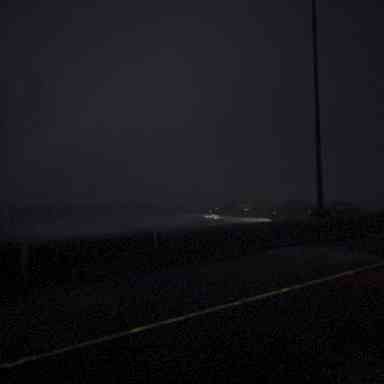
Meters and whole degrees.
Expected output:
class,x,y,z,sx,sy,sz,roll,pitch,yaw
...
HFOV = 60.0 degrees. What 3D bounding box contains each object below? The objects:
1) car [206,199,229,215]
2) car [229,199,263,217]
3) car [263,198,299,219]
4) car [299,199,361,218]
class,x,y,z,sx,sy,sz,roll,pitch,yaw
car,3.904,1.411,32.536,5.357,1.411,2.033,0,0,-35
car,5.997,1.341,29.729,5.008,1.535,1.882,0,0,-35
car,8.364,1.367,27.117,4.892,1.490,1.837,0,0,-35
car,10.428,1.353,24.291,4.902,1.511,2.128,0,0,-35
